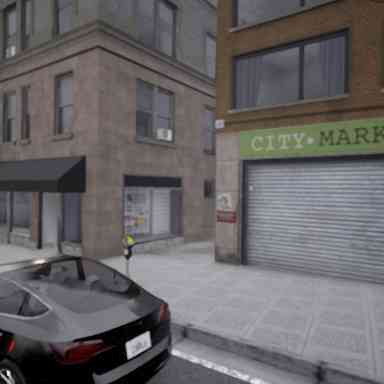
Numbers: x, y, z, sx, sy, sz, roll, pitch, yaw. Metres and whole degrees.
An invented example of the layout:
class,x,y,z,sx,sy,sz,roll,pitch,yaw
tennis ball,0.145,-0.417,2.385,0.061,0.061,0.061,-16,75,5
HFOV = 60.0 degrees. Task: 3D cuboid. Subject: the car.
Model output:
class,x,y,z,sx,sy,sz,roll,pitch,yaw
car,-2.227,1.560,4.525,4.313,1.339,1.947,0,1,35
